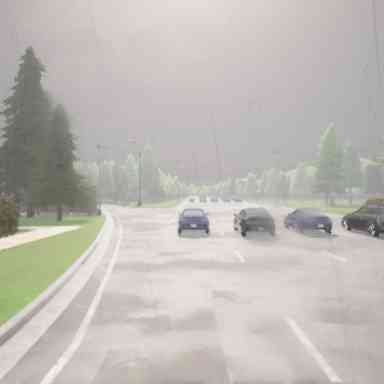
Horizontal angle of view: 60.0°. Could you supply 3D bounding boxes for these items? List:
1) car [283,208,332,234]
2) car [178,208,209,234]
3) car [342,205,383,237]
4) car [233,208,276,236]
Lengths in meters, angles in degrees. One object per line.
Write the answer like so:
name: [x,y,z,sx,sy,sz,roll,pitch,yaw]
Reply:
car: [7.098,1.723,20.650,1.812,1.442,4.674,0,-1,0]
car: [0.098,1.722,20.680,1.812,1.442,4.674,0,-1,0]
car: [10.598,1.537,19.331,2.097,1.767,4.553,0,-1,0]
car: [3.599,1.693,19.708,1.837,1.490,4.892,0,-1,0]
